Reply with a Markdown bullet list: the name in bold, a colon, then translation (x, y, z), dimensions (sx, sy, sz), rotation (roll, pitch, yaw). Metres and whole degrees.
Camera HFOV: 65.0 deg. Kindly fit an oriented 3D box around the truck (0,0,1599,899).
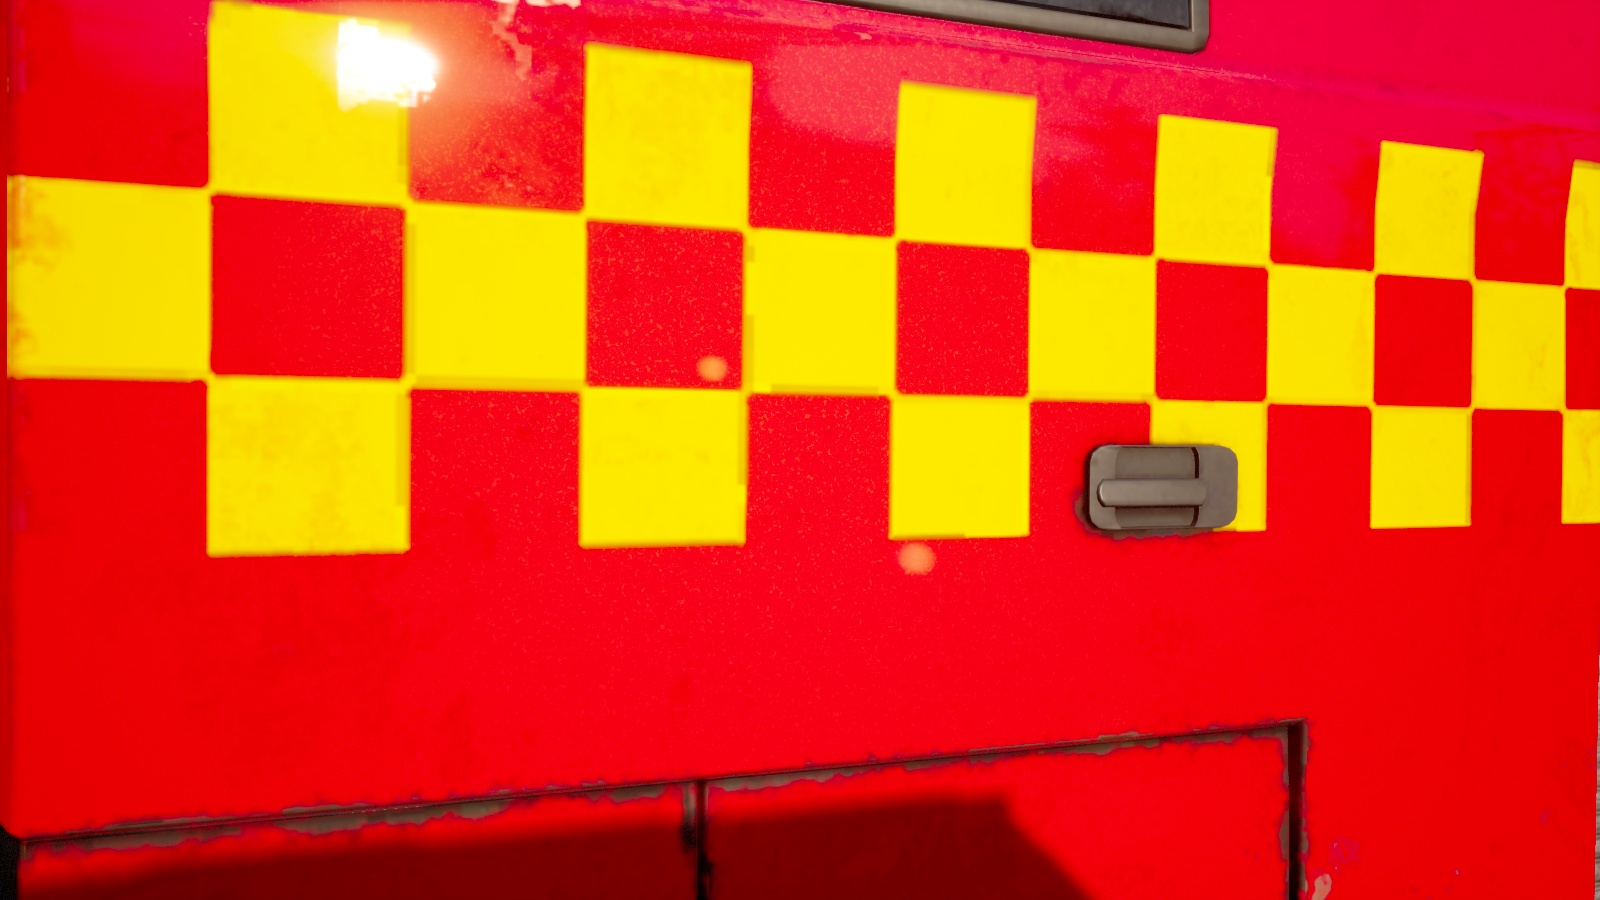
- **truck**: translation (0.048, -0.420, 3.242), dimensions (8.468, 3.827, 2.891), rotation (-1, 1, -21)
